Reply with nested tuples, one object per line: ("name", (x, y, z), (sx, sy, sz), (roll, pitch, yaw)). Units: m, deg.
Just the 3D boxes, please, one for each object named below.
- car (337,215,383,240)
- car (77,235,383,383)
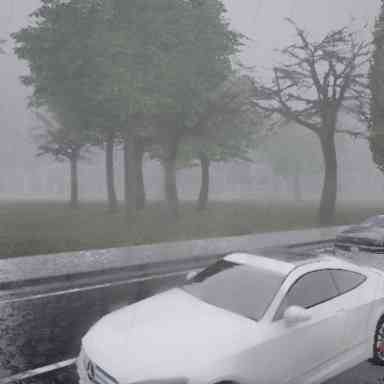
("car", (7.866, 1.620, 13.158), (5.357, 1.411, 2.033), (1, 0, -35))
("car", (0.971, 1.538, 4.319), (4.674, 1.442, 1.812), (0, 0, -35))
